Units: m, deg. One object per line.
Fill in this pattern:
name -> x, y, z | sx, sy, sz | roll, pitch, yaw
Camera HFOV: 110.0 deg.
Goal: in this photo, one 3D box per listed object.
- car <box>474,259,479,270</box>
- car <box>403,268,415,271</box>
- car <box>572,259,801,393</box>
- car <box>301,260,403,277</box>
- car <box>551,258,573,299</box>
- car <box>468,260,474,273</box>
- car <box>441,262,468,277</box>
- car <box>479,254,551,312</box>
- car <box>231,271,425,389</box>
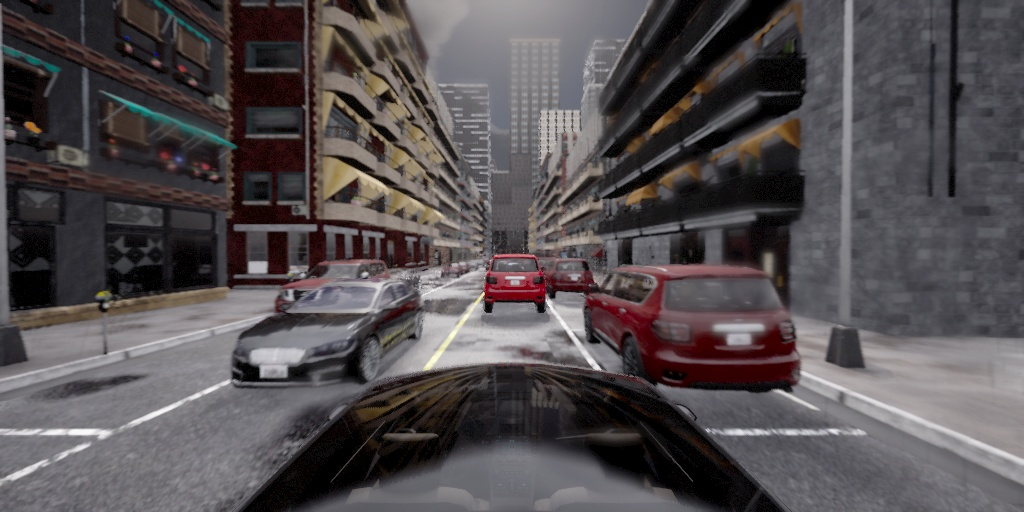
car -> -5.680, 1.255, 51.457 | 2.007, 1.370, 4.403 | 0, 0, 0
car -> -5.695, 1.285, 17.845 | 2.007, 1.370, 4.403 | 0, 0, 0
car -> 2.690, 1.060, 6.610 | 2.192, 1.841, 5.009 | 0, 0, 0
car -> -5.679, 1.055, 12.243 | 2.192, 1.841, 5.009 | 0, 0, 0
car -> 2.693, 1.050, 17.814 | 2.192, 1.841, 5.009 | 0, 0, 0
car -> -5.683, 1.297, 40.253 | 1.802, 1.307, 4.207 | 0, 0, 0
car -> -5.684, 1.302, 34.651 | 1.802, 1.307, 4.207 | 0, 0, 0
car -> 0.102, 0.959, 14.314 | 2.150, 2.045, 5.566 | 0, 0, 0
car -> -3.098, 1.236, 7.115 | 2.128, 1.511, 4.902 | 0, 0, 0
